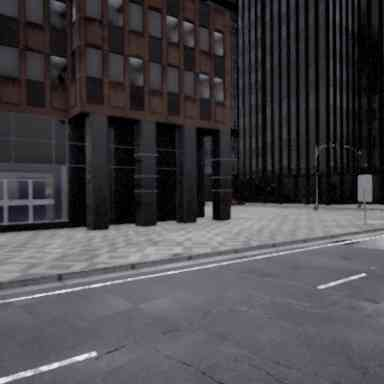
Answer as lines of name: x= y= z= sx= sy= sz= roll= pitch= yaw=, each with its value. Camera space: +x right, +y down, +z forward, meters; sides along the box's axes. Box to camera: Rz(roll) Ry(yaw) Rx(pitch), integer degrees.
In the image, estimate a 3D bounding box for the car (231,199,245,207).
car: x=6.431 y=1.755 z=53.623 sx=1.895 sy=1.301 sz=4.718 roll=-1 pitch=0 yaw=-35
